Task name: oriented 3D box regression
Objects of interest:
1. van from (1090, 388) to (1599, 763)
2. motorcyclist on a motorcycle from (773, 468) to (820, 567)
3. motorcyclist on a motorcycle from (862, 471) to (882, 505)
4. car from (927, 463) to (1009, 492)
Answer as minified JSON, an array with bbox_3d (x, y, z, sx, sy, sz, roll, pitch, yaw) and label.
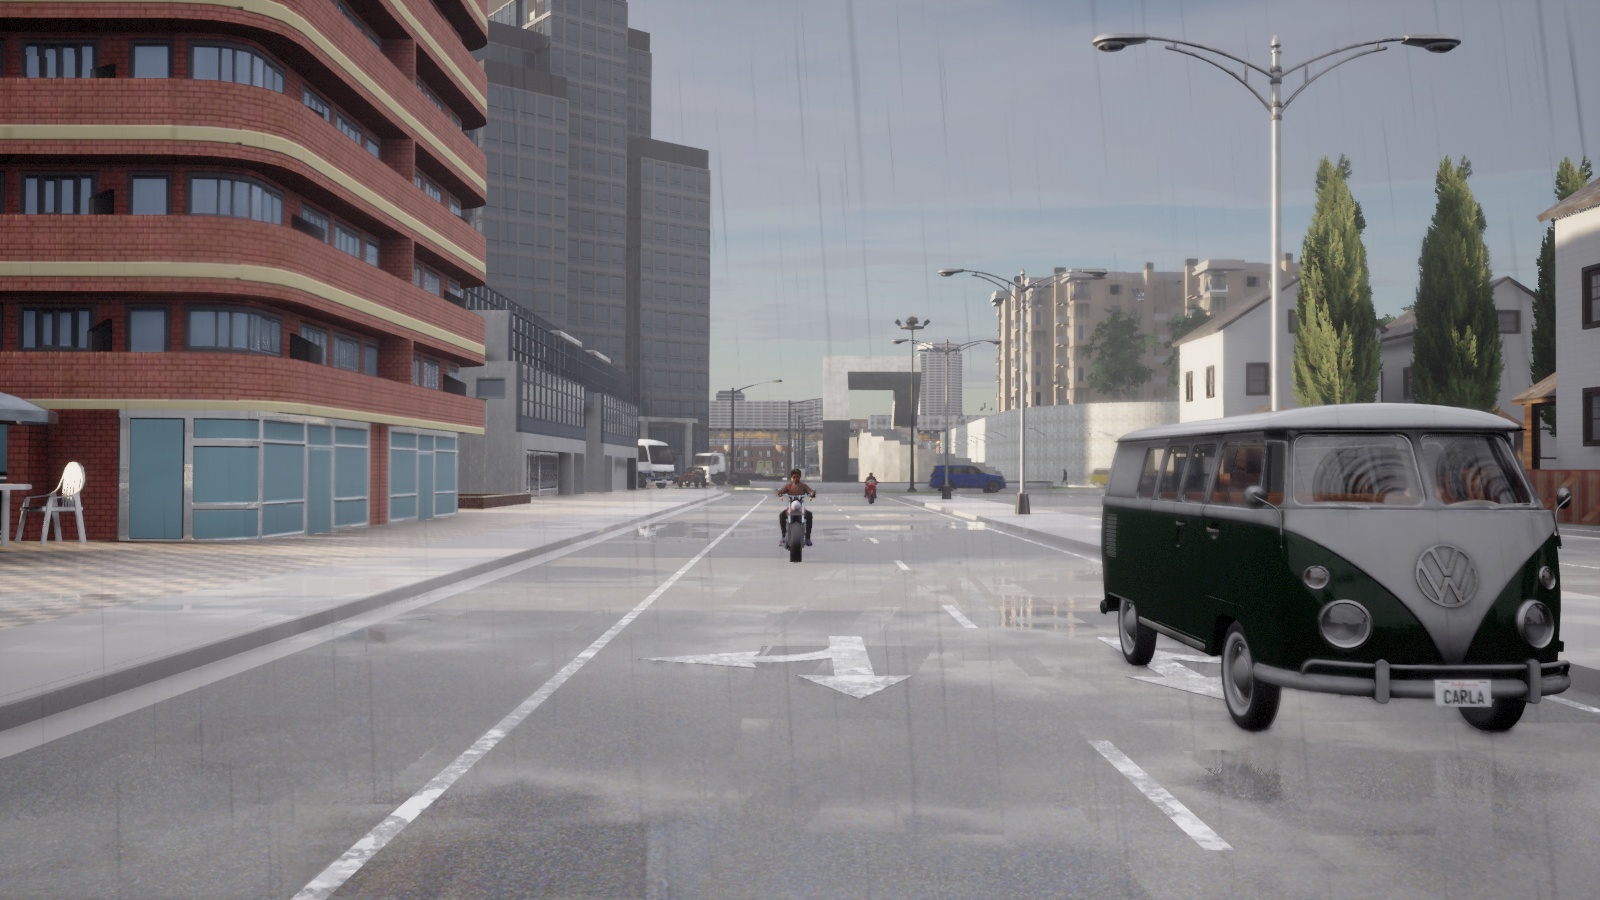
[{"bbox_3d":[3.474,0.701,8.916,1.775,1.987,4.442,0,-1,0],"label":"van"},{"bbox_3d":[-0.060,1.136,22.113,0.766,1.649,2.350,0,-1,0],"label":"motorcyclist on a motorcycle"},{"bbox_3d":[3.341,1.767,58.729,0.797,1.523,2.044,0,-1,0],"label":"motorcyclist on a motorcycle"},{"bbox_3d":[12.164,2.008,90.949,5.566,2.045,2.150,0,-1,-3],"label":"car"}]
